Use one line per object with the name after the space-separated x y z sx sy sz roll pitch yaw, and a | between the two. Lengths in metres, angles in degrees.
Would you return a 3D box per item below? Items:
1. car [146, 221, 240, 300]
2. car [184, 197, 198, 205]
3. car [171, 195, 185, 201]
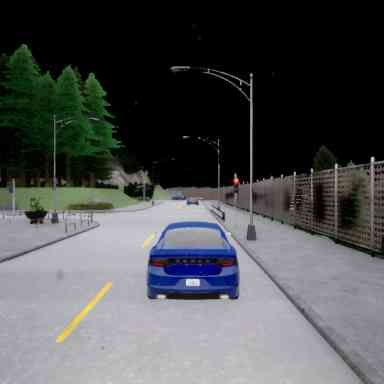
0.037 1.478 8.457 1.882 1.535 5.008 0 0 1 | car
0.114 1.564 60.017 1.994 1.385 4.181 0 0 0 | car
-3.478 1.524 87.623 4.674 1.442 1.812 0 0 40 | car
